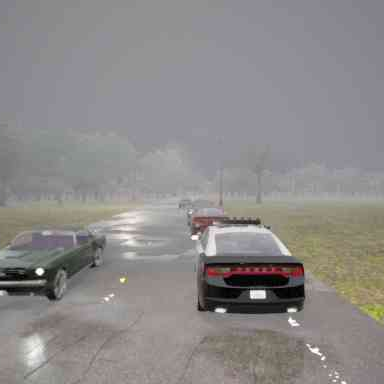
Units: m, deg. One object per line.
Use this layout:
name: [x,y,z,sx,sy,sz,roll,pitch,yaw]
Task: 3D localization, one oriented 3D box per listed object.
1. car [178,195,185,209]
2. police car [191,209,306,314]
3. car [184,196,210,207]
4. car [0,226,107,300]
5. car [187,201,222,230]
car: [-0.906,1.504,46.252,2.128,1.511,4.902,0,0,-1]
police car: [1.024,1.424,7.865,1.930,1.638,5.238,0,0,-1]
car: [0.712,1.350,23.779,2.097,1.767,4.553,0,0,-2]
car: [-3.649,1.600,8.478,1.895,1.301,4.718,0,0,-1]
car: [0.869,1.477,17.792,1.882,1.535,5.008,0,0,-1]
